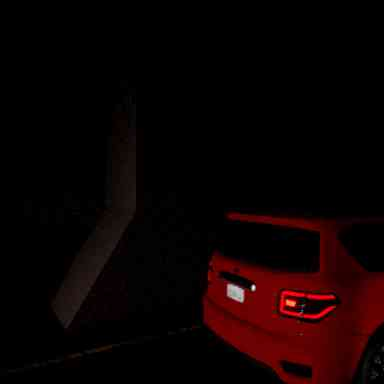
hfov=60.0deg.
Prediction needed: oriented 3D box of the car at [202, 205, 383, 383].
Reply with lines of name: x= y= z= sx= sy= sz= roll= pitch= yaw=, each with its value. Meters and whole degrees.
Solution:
car: x=2.821 y=1.220 z=4.990 sx=5.566 sy=2.045 sz=2.150 roll=0 pitch=0 yaw=-29
